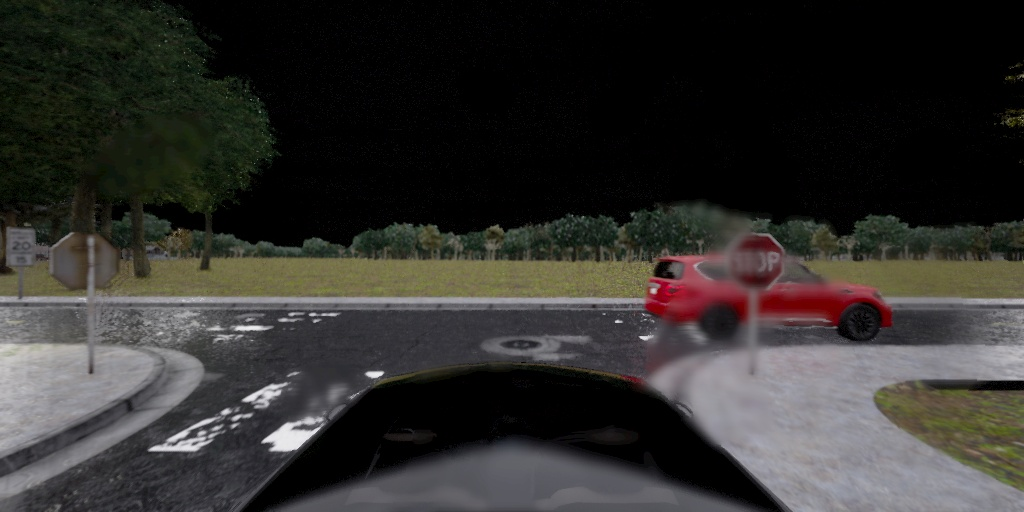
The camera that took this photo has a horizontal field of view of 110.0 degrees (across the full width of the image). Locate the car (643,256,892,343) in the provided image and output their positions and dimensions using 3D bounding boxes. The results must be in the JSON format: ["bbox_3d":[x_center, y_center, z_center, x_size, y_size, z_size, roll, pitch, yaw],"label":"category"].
[{"bbox_3d":[6.371,1.014,9.377,5.566,2.045,2.150,0,0,0],"label":"car"}]
